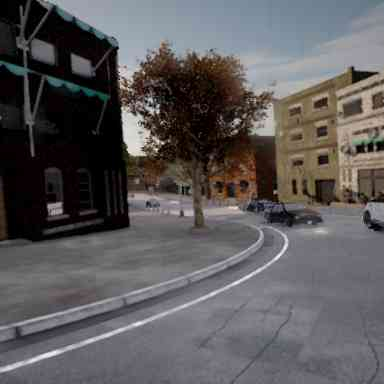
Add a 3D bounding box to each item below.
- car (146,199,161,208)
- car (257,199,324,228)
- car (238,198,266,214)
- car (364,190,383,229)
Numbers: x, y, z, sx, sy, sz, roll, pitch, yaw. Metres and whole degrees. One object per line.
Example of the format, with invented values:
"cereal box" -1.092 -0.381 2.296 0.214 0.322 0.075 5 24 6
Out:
"car" -7.108 2.013 60.980 1.837 1.490 4.892 -4 3 -19
"car" 6.259 1.374 21.366 2.033 1.411 5.357 -4 -1 -8
"car" 6.622 1.385 33.828 2.033 1.411 5.357 -4 0 -20
"car" 9.644 0.815 15.058 2.150 2.045 5.566 -3 0 11
